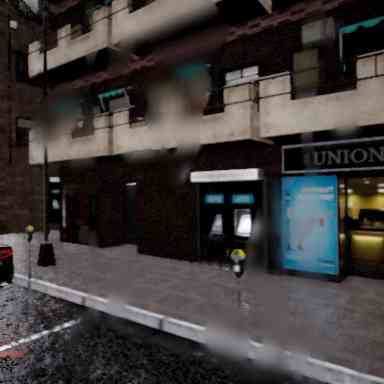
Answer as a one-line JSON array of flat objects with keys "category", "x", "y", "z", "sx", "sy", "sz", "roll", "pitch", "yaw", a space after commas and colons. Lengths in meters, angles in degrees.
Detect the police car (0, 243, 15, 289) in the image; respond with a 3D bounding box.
[{"category": "police car", "x": -6.220, "y": 1.408, "z": 7.860, "sx": 5.238, "sy": 1.638, "sz": 1.930, "roll": 0, "pitch": 0, "yaw": 36}]
